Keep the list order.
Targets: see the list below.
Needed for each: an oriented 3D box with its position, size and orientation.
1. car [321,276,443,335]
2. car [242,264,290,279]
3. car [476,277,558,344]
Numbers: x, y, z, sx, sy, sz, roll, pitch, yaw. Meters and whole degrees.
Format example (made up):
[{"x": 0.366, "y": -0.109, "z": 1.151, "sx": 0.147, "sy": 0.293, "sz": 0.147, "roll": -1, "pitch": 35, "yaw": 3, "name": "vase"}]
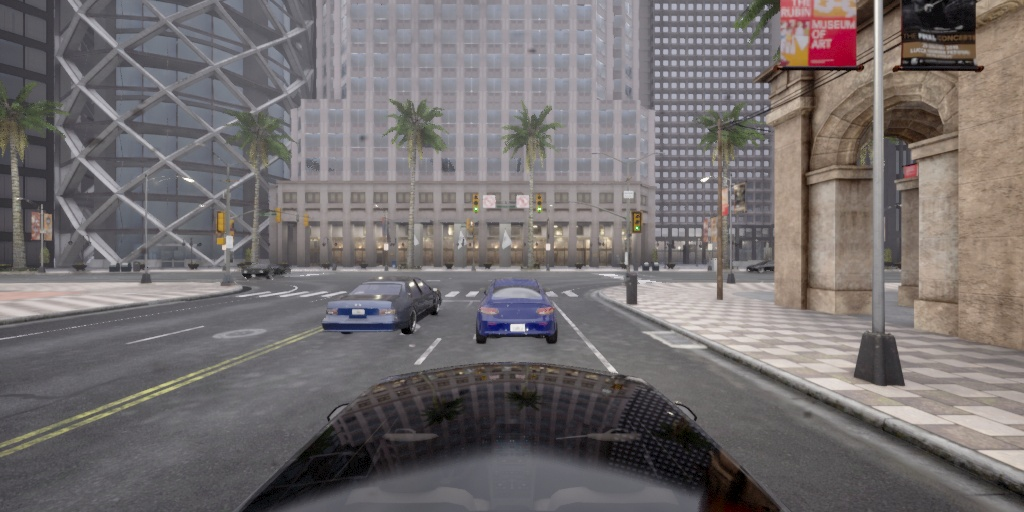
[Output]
[{"x": -3.422, "y": 1.297, "z": 10.528, "sx": 2.033, "sy": 1.411, "sz": 5.357, "roll": 0, "pitch": 0, "yaw": 0, "name": "car"}, {"x": -22.059, "y": 1.350, "z": 32.428, "sx": 1.895, "sy": 1.301, "sz": 4.718, "roll": 0, "pitch": 0, "yaw": -8, "name": "car"}, {"x": 0.086, "y": 1.276, "z": 9.499, "sx": 1.812, "sy": 1.442, "sz": 4.674, "roll": 0, "pitch": 0, "yaw": -1, "name": "car"}]
